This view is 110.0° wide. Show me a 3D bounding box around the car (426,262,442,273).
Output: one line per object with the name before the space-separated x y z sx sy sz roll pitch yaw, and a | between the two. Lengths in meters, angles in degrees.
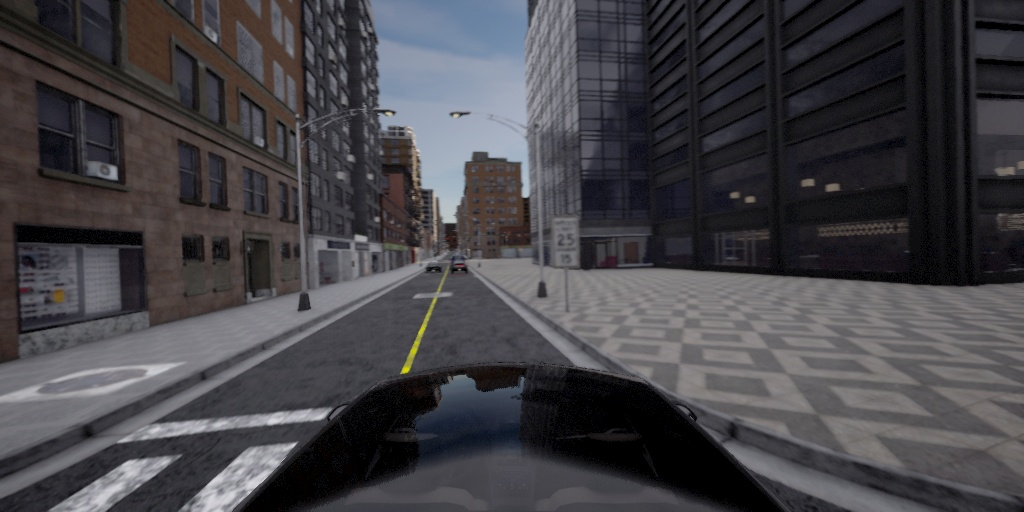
car | -9.588 1.390 44.259 1.895 1.301 4.718 -2 1 -9

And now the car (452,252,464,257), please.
car | -7.716 0.872 51.364 2.150 2.045 5.566 -2 1 -9

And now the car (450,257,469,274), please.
car | -5.981 1.204 40.989 1.837 1.490 4.892 -2 0 -8
